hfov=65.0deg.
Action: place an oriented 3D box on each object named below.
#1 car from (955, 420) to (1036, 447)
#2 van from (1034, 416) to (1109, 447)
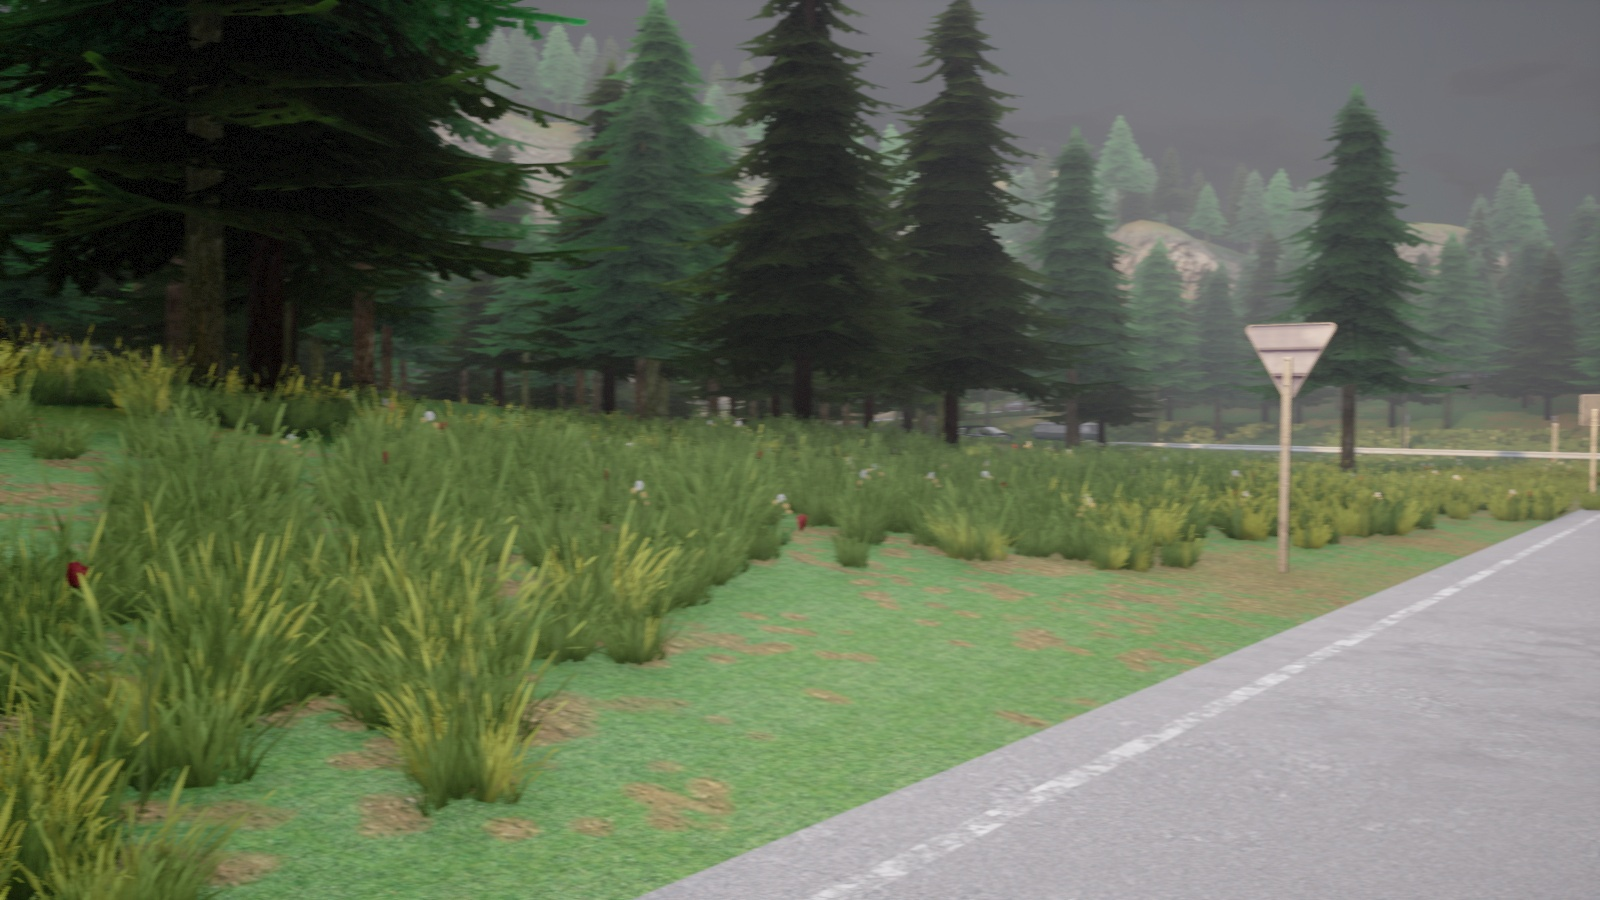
[{"bbox_3d":[12.529,-1.059,80.427,4.611,1.667,2.242,1,2,38],"label":"car"},{"bbox_3d":[17.498,-1.194,81.023,4.442,1.987,1.775,1,2,37],"label":"van"}]
